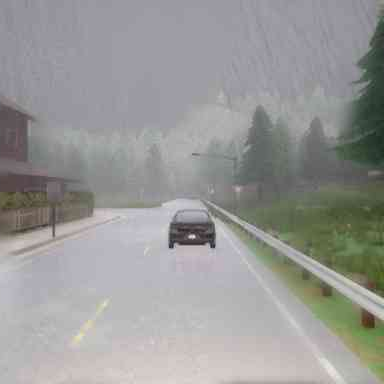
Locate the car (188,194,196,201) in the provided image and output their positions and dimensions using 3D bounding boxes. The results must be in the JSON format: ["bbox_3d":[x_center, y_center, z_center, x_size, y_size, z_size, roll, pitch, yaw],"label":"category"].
[{"bbox_3d":[0.000,1.476,79.261,1.895,1.301,4.718,0,0,0],"label":"car"}]

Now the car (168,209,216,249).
[{"bbox_3d":[0.000,1.484,14.650,1.882,1.535,5.008,0,0,0],"label":"car"}]

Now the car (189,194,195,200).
[{"bbox_3d":[0.000,1.326,92.787,1.837,1.490,4.892,0,0,0],"label":"car"}]
